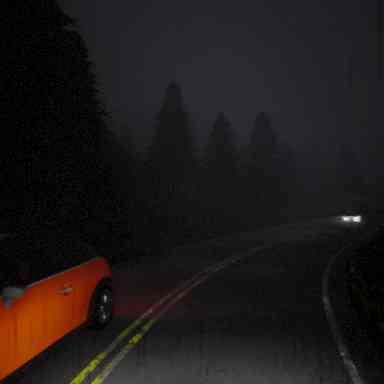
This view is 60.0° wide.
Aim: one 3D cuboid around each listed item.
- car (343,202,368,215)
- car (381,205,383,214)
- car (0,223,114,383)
[{"bbox_3d":[18.785,1.863,38.156,2.128,1.511,4.902,-3,-2,40],"label":"car"},{"bbox_3d":[22.790,1.765,37.635,2.033,1.411,5.357,-4,-2,40],"label":"car"},{"bbox_3d":[-2.806,1.387,4.252,2.097,1.767,4.553,0,-1,12],"label":"car"}]
